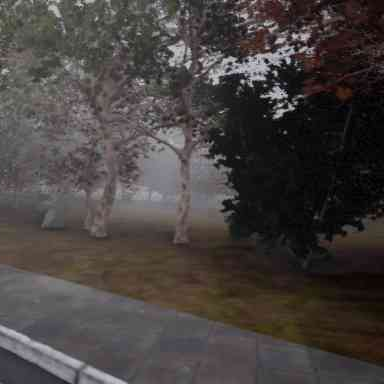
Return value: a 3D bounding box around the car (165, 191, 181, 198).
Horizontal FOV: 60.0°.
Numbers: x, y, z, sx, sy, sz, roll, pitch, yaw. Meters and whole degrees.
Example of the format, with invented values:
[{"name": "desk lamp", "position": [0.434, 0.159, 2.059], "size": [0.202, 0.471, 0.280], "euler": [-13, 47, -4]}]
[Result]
[{"name": "car", "position": [-5.243, 0.606, 94.894], "size": [2.435, 2.045, 5.566], "euler": [7, 2, 41]}]
